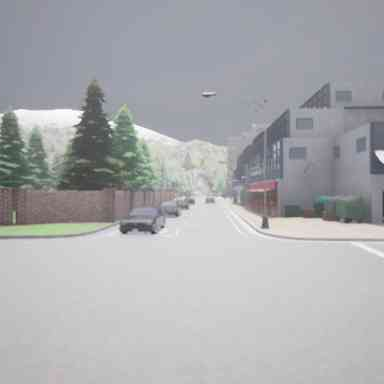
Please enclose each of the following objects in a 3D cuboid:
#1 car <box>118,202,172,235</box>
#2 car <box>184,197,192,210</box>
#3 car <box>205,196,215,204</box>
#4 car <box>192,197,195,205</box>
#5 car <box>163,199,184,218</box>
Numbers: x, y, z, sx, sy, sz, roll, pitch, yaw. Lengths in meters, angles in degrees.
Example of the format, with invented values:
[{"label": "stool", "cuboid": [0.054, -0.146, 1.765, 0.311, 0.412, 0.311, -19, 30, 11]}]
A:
[{"label": "car", "cuboid": [-2.665, 1.544, 19.223, 2.033, 1.411, 5.357, 0, 0, 4]}, {"label": "car", "cuboid": [-1.379, 1.555, 42.418, 1.994, 1.385, 4.181, 0, 0, 3]}, {"label": "car", "cuboid": [3.554, 1.533, 65.452, 2.033, 1.411, 5.357, 0, 0, 3]}, {"label": "car", "cuboid": [-0.420, 1.588, 58.639, 1.895, 1.301, 4.718, 0, 0, 3]}, {"label": "car", "cuboid": [-2.035, 1.519, 30.464, 1.812, 1.442, 4.674, 0, 0, 3]}]
